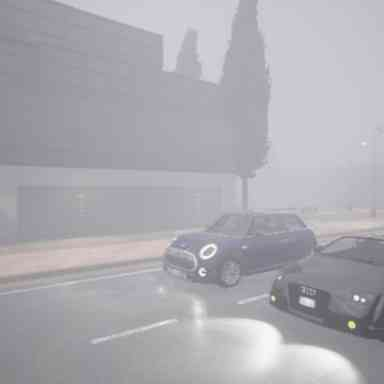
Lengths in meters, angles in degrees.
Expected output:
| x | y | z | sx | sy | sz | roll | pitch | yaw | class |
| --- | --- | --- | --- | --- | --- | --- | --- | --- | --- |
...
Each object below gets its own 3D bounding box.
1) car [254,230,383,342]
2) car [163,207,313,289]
| x | y | z | sx | sy | sz | roll | pitch | yaw | class |
| --- | --- | --- | --- | --- | --- | --- | --- | --- | --- |
| 3.456 | 1.547 | 6.411 | 4.181 | 1.385 | 1.994 | 0 | 0 | -35 | car |
| 1.457 | 1.335 | 9.283 | 4.553 | 1.767 | 2.097 | 0 | 0 | -35 | car |
